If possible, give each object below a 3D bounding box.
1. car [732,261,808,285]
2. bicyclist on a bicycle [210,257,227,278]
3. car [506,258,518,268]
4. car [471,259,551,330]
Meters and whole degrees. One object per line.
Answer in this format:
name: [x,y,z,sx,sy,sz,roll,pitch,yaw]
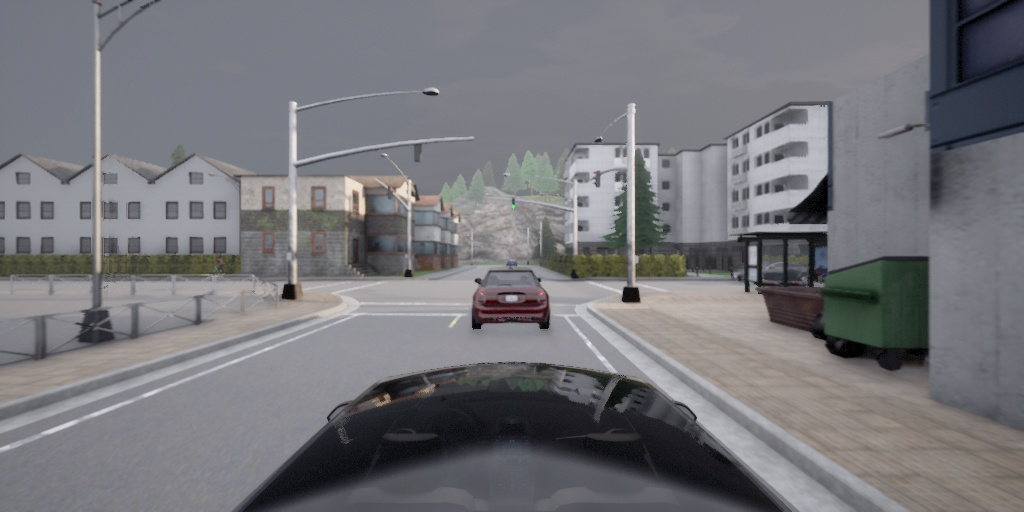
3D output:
car: [17.015,1.063,23.389,4.902,1.511,2.128,0,0,0]
bicyclist on a bicycle: [-22.320,0.872,27.291,0.582,1.620,1.656,0,0,0]
car: [0.010,1.222,64.016,1.882,1.535,5.008,0,0,-3]
car: [-0.117,1.101,11.275,2.097,1.767,4.553,0,0,-3]
